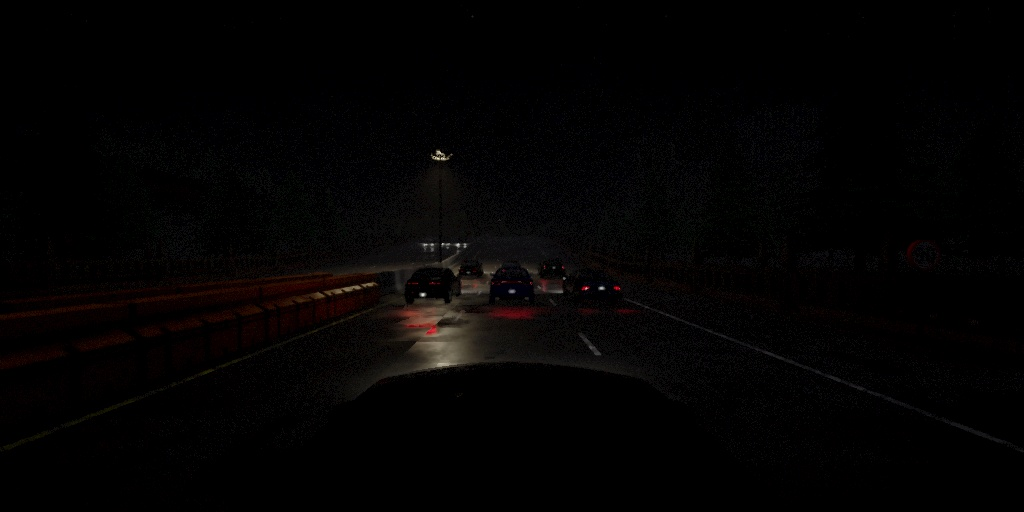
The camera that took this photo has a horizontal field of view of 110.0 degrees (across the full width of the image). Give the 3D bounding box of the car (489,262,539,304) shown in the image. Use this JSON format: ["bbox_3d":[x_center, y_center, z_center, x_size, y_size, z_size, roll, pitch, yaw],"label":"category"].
[{"bbox_3d":[0.000,1.235,16.505,1.882,1.535,5.008,0,0,0],"label":"car"}]

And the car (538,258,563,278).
[{"bbox_3d":[3.424,0.914,31.507,2.097,1.767,4.553,0,2,0],"label":"car"}]

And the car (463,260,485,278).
[{"bbox_3d":[-3.576,1.080,31.503,1.812,1.442,4.674,0,2,0],"label":"car"}]

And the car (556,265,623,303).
[{"bbox_3d":[3.500,1.313,16.506,2.033,1.411,5.357,0,0,0],"label":"car"}]

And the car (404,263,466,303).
[{"bbox_3d":[-3.500,1.266,16.503,1.837,1.490,4.892,0,0,0],"label":"car"}]
